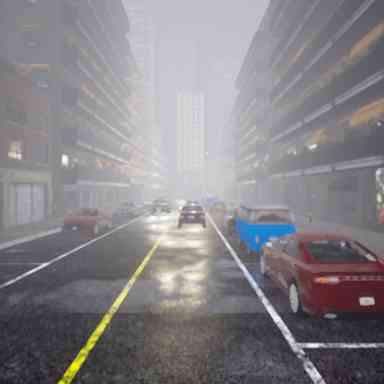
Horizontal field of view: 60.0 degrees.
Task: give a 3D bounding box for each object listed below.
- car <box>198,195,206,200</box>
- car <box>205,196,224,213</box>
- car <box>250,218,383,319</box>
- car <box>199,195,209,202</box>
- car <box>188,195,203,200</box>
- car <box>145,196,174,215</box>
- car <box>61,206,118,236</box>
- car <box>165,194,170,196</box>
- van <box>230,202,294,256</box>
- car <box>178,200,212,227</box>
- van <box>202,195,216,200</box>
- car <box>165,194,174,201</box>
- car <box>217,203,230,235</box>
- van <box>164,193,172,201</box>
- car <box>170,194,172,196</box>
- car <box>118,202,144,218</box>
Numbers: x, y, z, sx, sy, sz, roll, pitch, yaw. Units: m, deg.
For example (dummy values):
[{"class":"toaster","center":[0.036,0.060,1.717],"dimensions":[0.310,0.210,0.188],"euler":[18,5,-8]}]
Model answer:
[{"class":"car","center":[2.684,1.461,90.183],"dimensions":[2.008,1.369,4.403],"euler":[-1,0,0]},{"class":"car","center":[2.683,1.481,35.119],"dimensions":[1.752,1.417,4.829],"euler":[-1,0,0]},{"class":"car","center":[2.684,1.534,7.332],"dimensions":[1.887,1.381,4.507],"euler":[0,0,0]},{"class":"car","center":[2.684,1.472,73.613],"dimensions":[2.008,1.369,4.403],"euler":[-1,0,0]},{"class":"car","center":[0.093,1.509,45.339],"dimensions":[1.994,1.385,4.181],"euler":[0,0,0]},{"class":"car","center":[-3.042,1.450,33.194],"dimensions":[2.128,1.511,4.902],"euler":[0,0,1]},{"class":"car","center":[-5.697,1.520,18.392],"dimensions":[1.887,1.381,4.507],"euler":[0,0,0]},{"class":"car","center":[-5.697,1.496,62.579],"dimensions":[1.947,1.339,4.313],"euler":[0,0,0]},{"class":"van","center":[2.682,1.323,12.855],"dimensions":[1.690,1.788,3.998],"euler":[0,0,0]},{"class":"car","center":[0.021,1.518,22.233],"dimensions":[2.033,1.411,5.357],"euler":[0,0,0]},{"class":"van","center":[2.682,1.286,45.996],"dimensions":[1.690,1.788,3.998],"euler":[-1,0,0]},{"class":"car","center":[-5.698,1.354,84.673],"dimensions":[1.967,1.590,4.097],"euler":[-1,0,0]},{"class":"car","center":[2.684,1.541,18.379],"dimensions":[1.947,1.339,4.313],"euler":[0,0,0]},{"class":"van","center":[-5.699,1.259,79.150],"dimensions":[1.690,1.788,3.998],"euler":[-1,0,0]},{"class":"car","center":[-5.697,1.471,68.103],"dimensions":[1.887,1.381,4.507],"euler":[0,0,0]},{"class":"car","center":[-5.697,1.544,29.438],"dimensions":[1.802,1.307,4.206],"euler":[0,0,0]}]
